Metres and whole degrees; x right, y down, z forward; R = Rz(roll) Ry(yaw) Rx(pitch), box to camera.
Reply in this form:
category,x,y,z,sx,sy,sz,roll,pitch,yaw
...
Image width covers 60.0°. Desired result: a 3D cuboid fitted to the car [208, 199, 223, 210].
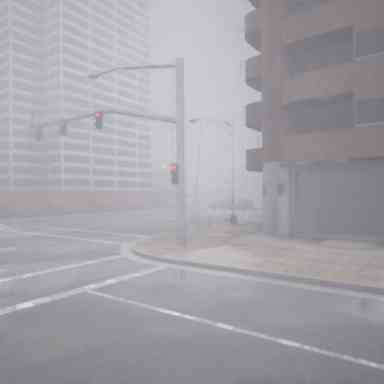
category,x,y,z,sx,sy,sz,roll,pitch,yaw
car,4.452,1.809,48.939,2.033,1.411,5.357,-1,0,36

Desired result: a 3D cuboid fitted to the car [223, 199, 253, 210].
category,x,y,z,sx,sy,sz,roll,pitch,yaw
car,6.790,1.717,46.200,2.128,1.511,4.902,-1,-1,36
